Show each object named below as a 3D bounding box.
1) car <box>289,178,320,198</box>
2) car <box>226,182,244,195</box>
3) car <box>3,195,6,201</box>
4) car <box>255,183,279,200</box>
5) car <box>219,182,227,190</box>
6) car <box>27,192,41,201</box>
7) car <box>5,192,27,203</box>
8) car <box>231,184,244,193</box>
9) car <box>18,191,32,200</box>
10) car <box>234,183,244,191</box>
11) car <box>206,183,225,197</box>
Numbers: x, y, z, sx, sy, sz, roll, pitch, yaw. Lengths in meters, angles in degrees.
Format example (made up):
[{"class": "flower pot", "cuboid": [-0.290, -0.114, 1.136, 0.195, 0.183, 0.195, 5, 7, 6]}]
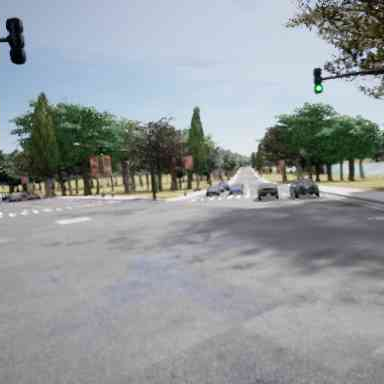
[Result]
[{"class": "car", "cuboid": [10.265, -0.459, 30.738, 2.097, 1.767, 4.553, -4, 2, 10]}, {"class": "car", "cuboid": [6.192, -0.388, 46.574, 1.812, 1.442, 4.674, -4, 1, 9]}, {"class": "car", "cuboid": [-40.330, 1.186, 73.155, 1.882, 1.535, 5.008, -7, 3, -35]}, {"class": "car", "cuboid": [7.179, -0.103, 31.898, 1.837, 1.490, 4.892, -4, 2, 9]}, {"class": "car", "cuboid": [4.691, -0.502, 57.521, 2.033, 1.411, 5.357, -4, 1, 9]}, {"class": "car", "cuboid": [-31.841, 0.972, 66.886, 1.994, 1.385, 4.181, -7, 3, -35]}, {"class": "car", "cuboid": [-34.248, 1.274, 64.689, 2.033, 1.411, 5.357, -7, 3, -35]}, {"class": "car", "cuboid": [7.621, -0.621, 55.324, 1.895, 1.301, 4.718, -4, 1, 9]}, {"class": "car", "cuboid": [-37.695, 0.745, 75.010, 2.097, 1.767, 4.553, -7, 3, -35]}, {"class": "car", "cuboid": [9.278, -1.049, 65.528, 1.837, 1.490, 4.892, -4, 1, 9]}, {"class": "car", "cuboid": [3.078, -0.157, 47.611, 2.033, 1.411, 5.357, -4, 1, 9]}]
